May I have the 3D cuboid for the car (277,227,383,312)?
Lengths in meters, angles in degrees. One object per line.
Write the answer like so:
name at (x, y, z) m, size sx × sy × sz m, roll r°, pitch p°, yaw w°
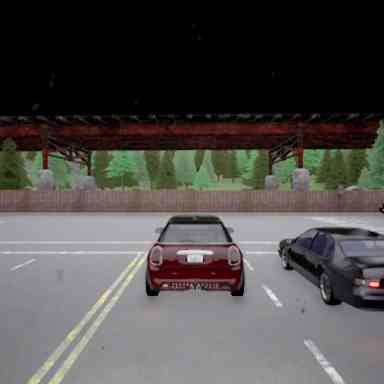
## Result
car at (3.575, 1.561, 8.011) m, size 2.033 × 1.411 × 5.357 m, roll 0°, pitch 0°, yaw 0°

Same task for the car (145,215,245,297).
car at (0.072, 1.366, 8.797) m, size 2.097 × 1.767 × 4.553 m, roll 0°, pitch 0°, yaw 0°

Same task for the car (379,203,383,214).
car at (17.681, 1.397, 26.015) m, size 4.553 × 1.767 × 2.097 m, roll 0°, pitch 0°, yaw 1°
